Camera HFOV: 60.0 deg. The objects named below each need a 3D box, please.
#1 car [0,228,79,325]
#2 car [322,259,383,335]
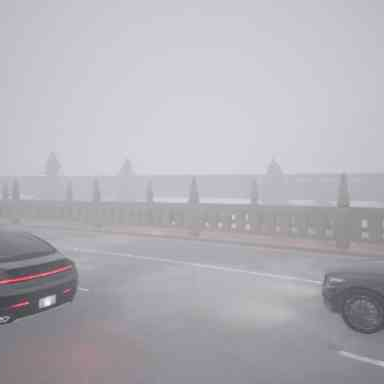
[{"bbox_3d":[-4.352,1.471,6.506,4.892,1.490,1.837,0,0,31],"label":"car"},{"bbox_3d":[4.433,1.498,4.966,4.674,1.442,1.812,0,0,36],"label":"car"}]
